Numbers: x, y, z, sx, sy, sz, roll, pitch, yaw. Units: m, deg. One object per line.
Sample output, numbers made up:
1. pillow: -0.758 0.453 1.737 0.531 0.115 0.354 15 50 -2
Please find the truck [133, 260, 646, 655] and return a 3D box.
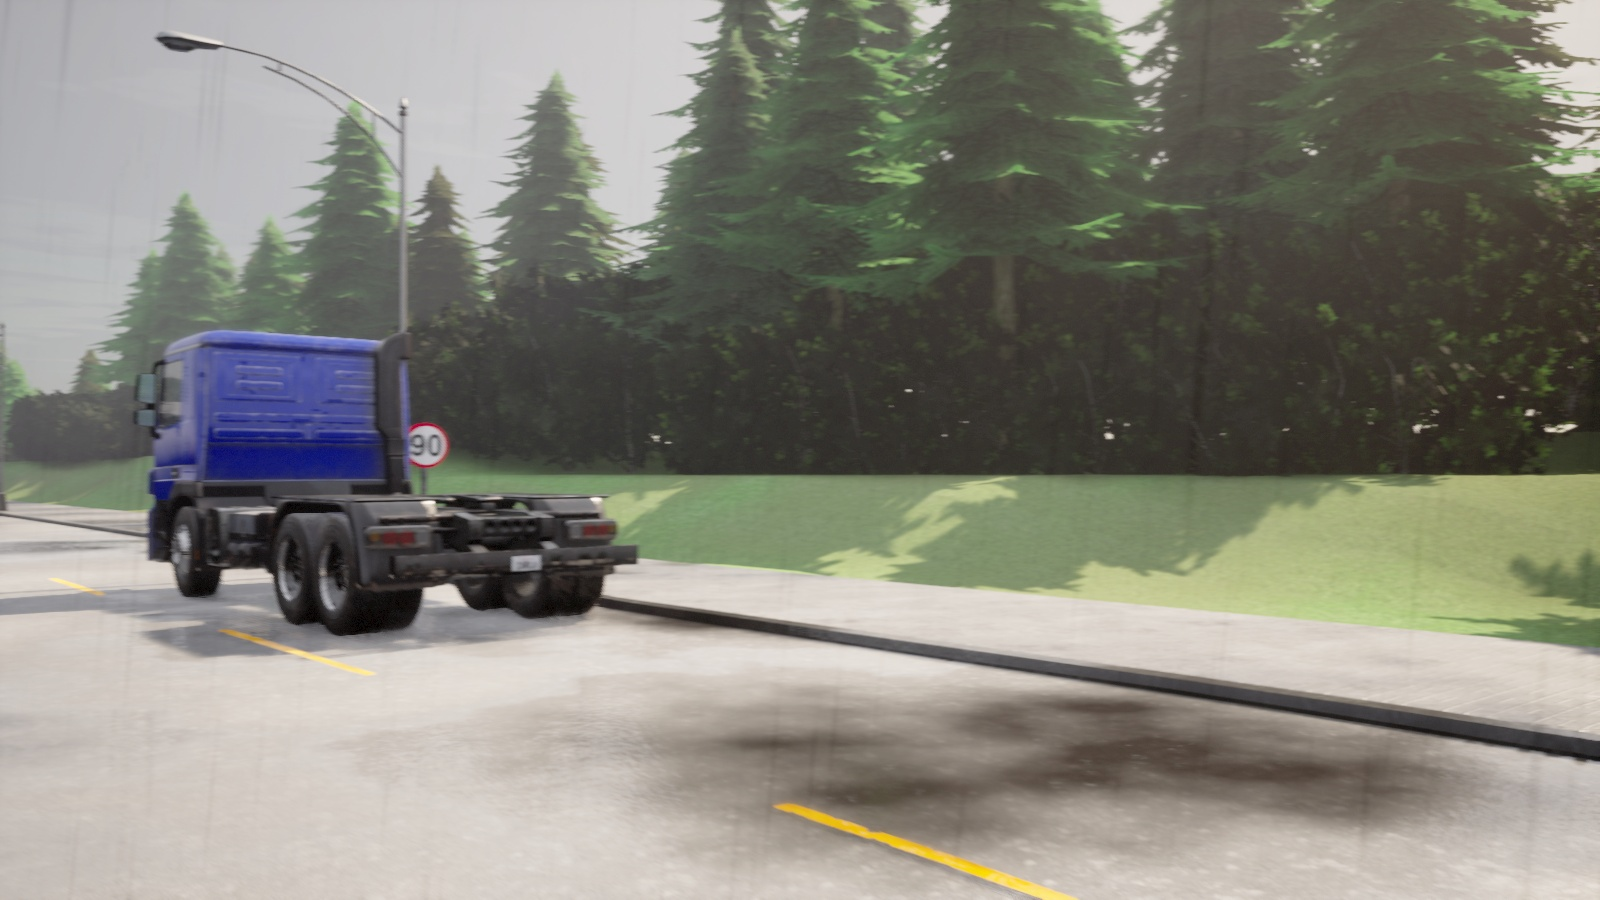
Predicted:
1. truck: -5.305 0.147 14.943 2.891 3.462 7.936 0 -1 -41
